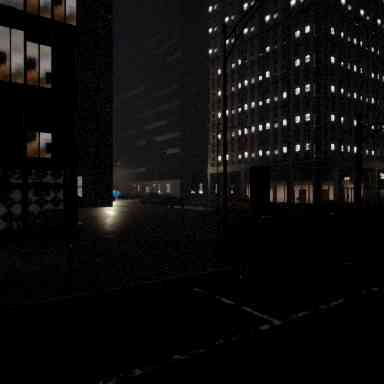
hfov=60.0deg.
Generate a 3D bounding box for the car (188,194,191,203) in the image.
[{"bbox_3d":[-1.876,0.927,54.343,1.967,1.590,4.097,1,0,-35],"label":"car"}]

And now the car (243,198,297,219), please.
[{"bbox_3d":[6.401,1.399,26.551,1.802,1.307,4.206,1,0,-32],"label":"car"}]

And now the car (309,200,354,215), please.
[{"bbox_3d":[13.020,1.377,31.244,1.802,1.307,4.206,1,0,-32],"label":"car"}]

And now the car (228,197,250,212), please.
[{"bbox_3d":[5.638,1.228,32.515,1.882,1.535,5.008,0,1,-32],"label":"car"}]

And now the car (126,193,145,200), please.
[{"bbox_3d":[-11.522,0.864,67.789,1.947,1.339,4.313,1,0,-36],"label":"car"}]

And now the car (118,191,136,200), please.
[{"bbox_3d":[-13.127,0.876,65.724,1.994,1.385,4.181,0,1,-36],"label":"car"}]

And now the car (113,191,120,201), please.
[{"bbox_3d":[-14.992,0.920,58.883,1.887,1.381,4.507,1,0,-35],"label":"car"}]

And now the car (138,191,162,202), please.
[{"bbox_3d":[-7.308,0.779,57.550,2.097,1.767,4.553,0,1,-35],"label":"car"}]

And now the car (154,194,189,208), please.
[{"bbox_3d":[-2.496,1.212,40.507,1.802,1.307,4.206,1,0,-33],"label":"car"}]

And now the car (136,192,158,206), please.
[{"bbox_3d":[-5.445,1.094,45.003,1.752,1.417,4.829,1,0,-33],"label":"car"}]
